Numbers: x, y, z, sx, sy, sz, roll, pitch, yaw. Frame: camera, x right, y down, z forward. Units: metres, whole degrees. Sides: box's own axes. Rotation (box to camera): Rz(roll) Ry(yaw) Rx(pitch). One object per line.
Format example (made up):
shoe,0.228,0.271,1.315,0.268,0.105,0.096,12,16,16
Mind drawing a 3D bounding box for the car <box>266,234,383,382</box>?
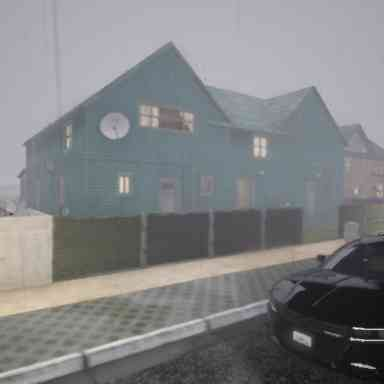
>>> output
car,3.343,1.476,5.425,5.008,1.535,1.882,0,0,-36
